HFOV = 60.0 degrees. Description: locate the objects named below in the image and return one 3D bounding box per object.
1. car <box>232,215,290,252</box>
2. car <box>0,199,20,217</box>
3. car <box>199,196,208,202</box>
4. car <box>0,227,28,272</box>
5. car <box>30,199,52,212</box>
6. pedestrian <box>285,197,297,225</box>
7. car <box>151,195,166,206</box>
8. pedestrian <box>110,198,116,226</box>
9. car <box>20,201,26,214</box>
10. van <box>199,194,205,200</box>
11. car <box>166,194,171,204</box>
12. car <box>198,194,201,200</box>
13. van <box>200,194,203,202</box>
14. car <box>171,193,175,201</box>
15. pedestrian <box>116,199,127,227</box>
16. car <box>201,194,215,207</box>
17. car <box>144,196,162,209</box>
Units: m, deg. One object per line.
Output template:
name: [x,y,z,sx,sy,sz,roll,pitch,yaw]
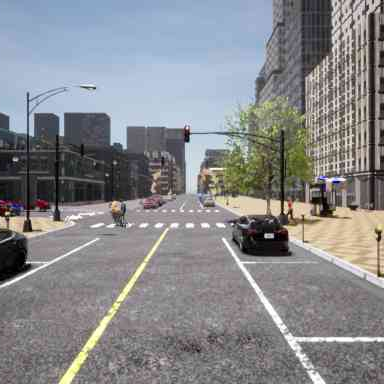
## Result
car: [2.698,1.567,13.690,1.947,1.339,4.313,0,0,0]
car: [-17.139,1.101,26.800,5.009,1.841,2.192,1,-1,-1]
car: [2.720,1.573,79.474,1.947,1.339,4.313,0,0,0]
car: [-5.684,1.566,8.153,1.947,1.339,4.313,0,0,0]
car: [-17.257,1.372,35.175,4.507,1.381,1.887,1,-1,-1]
pedestrian: [6.103,1.143,20.648,0.375,1.860,0.375,0,0,0]
car: [-5.669,1.318,51.719,2.192,1.841,5.009,0,0,0]
pedestrian: [-5.063,1.295,21.860,0.375,1.860,0.375,0,0,0]
car: [-17.363,1.322,29.371,4.674,1.442,1.812,1,0,-2]
van: [2.725,1.349,90.576,1.690,1.788,3.998,0,0,0]
car: [-5.666,1.555,62.822,2.008,1.369,4.403,0,0,0]
car: [2.716,1.556,68.372,2.008,1.369,4.403,0,0,0]
van: [2.714,1.345,57.270,1.690,1.788,3.998,0,0,0]
car: [-5.661,1.532,79.304,1.752,1.417,4.829,0,0,0]
pedestrian: [-4.507,1.295,21.347,0.375,1.860,0.375,0,0,0]
car: [2.711,1.529,51.889,1.752,1.417,4.829,0,0,0]
car: [-5.672,1.585,46.168,1.802,1.307,4.206,0,0,0]
